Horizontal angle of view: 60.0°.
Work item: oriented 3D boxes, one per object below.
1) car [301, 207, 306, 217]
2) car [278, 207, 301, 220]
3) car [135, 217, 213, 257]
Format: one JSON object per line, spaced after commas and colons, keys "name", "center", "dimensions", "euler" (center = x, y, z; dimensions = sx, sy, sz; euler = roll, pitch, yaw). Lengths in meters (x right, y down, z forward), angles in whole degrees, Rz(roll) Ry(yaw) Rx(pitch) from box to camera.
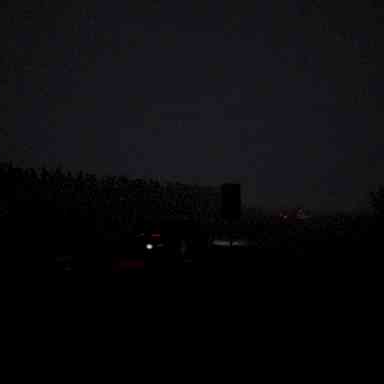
{"name": "car", "center": [16.594, 3.058, 51.923], "dimensions": [1.812, 1.442, 4.674], "euler": [0, -2, 25]}
{"name": "car", "center": [12.397, 2.850, 42.709], "dimensions": [1.895, 1.301, 4.718], "euler": [0, -2, 25]}
{"name": "car", "center": [-0.594, 1.866, 14.681], "dimensions": [1.837, 1.490, 4.892], "euler": [0, -2, 25]}
